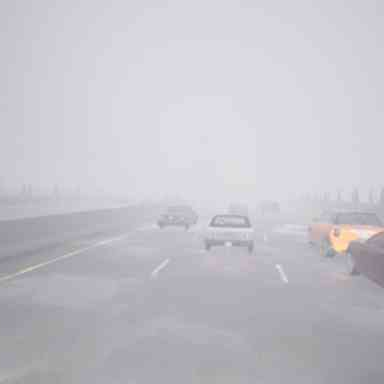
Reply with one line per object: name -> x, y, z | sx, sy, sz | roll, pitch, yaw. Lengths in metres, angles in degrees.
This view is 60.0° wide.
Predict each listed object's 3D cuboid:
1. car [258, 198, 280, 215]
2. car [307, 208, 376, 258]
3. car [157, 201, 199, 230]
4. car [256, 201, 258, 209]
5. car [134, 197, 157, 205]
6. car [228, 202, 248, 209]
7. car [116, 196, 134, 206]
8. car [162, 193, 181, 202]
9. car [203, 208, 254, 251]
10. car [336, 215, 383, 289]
car -> 8.572, 1.629, 36.524 | 1.837, 1.490, 4.892 | 1, 0, 11
car -> 5.959, 1.445, 13.111 | 2.097, 1.767, 4.553 | 1, 0, 9
car -> -0.790, 1.522, 21.255 | 2.033, 1.411, 5.357 | 1, 0, 9
car -> 10.235, 1.654, 47.673 | 1.837, 1.490, 4.892 | 1, 0, 9
car -> -6.821, 1.455, 51.224 | 1.895, 1.301, 4.718 | 1, 0, 9
car -> 4.632, 1.661, 33.075 | 1.895, 1.301, 4.718 | 1, 0, 9
car -> -10.245, 1.360, 51.932 | 1.994, 1.385, 4.181 | 1, 0, 9
car -> -3.132, 1.142, 52.084 | 2.150, 2.045, 5.566 | 1, 0, 9
car -> 1.675, 1.621, 14.357 | 1.895, 1.301, 4.718 | 1, 0, 9
car -> 5.108, 1.561, 7.572 | 1.882, 1.535, 5.008 | 1, 0, 7
